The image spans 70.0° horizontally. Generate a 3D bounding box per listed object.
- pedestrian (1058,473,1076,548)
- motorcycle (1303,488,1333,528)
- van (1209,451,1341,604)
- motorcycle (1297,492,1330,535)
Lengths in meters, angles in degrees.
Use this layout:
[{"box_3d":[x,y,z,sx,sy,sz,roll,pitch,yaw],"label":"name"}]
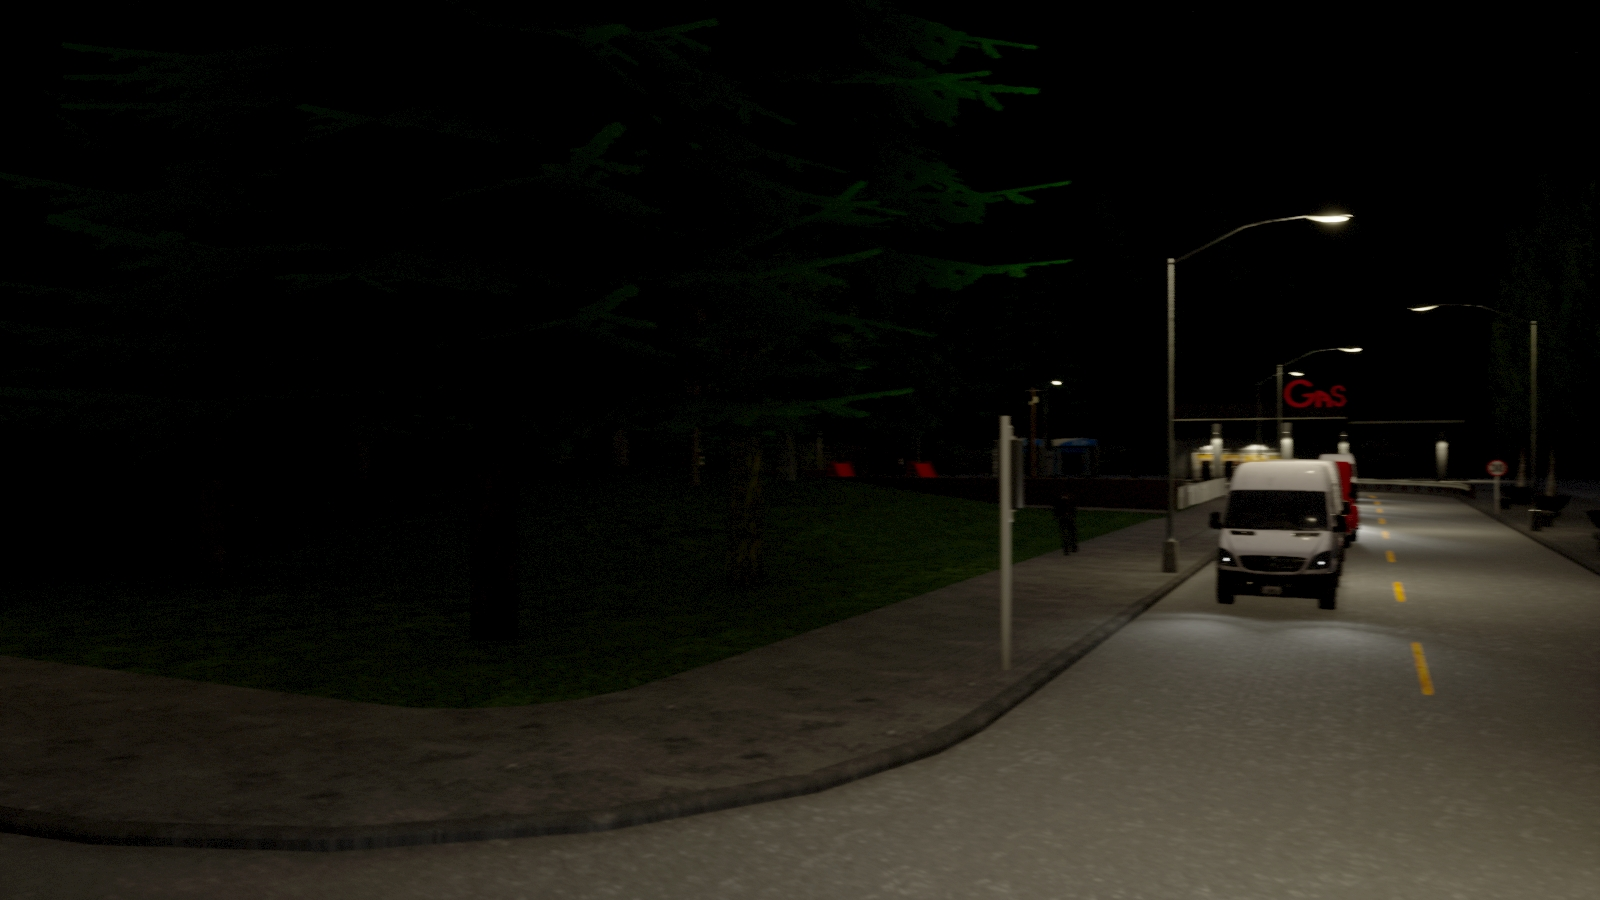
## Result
[{"box_3d":[6.742,1.523,28.821,0.375,1.860,0.375,0,0,26],"label":"pedestrian"},{"box_3d":[17.746,1.964,39.123,0.867,1.251,2.209,0,0,26],"label":"motorcycle"},{"box_3d":[9.363,1.304,22.208,1.988,2.561,5.915,0,0,26],"label":"van"},{"box_3d":[15.946,1.943,35.449,0.856,1.236,1.805,0,0,26],"label":"motorcycle"}]
